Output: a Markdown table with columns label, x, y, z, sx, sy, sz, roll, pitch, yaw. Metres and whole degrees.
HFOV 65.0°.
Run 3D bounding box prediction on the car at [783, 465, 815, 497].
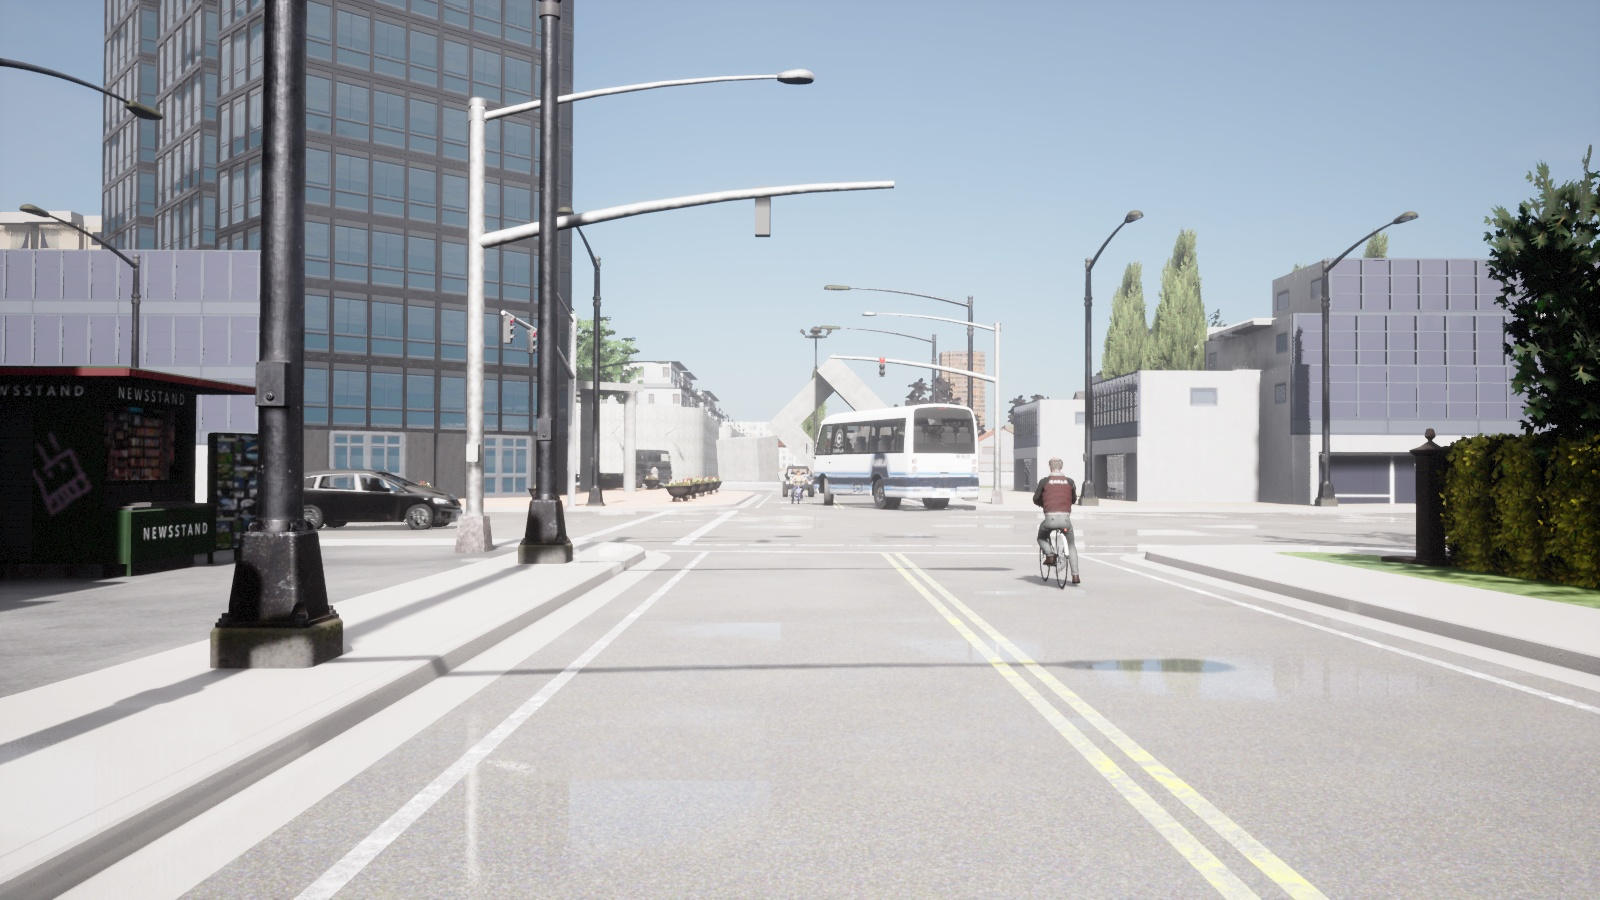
| label | x | y | z | sx | sy | sz | roll | pitch | yaw |
| --- | --- | --- | --- | --- | --- | --- | --- | --- | --- |
| car | -0.093 | 1.882 | 75.873 | 1.905 | 1.878 | 3.866 | 0 | -1 | -1 |

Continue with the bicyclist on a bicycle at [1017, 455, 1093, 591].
| label | x | y | z | sx | sy | sz | roll | pitch | yaw |
| --- | --- | --- | --- | --- | --- | --- | --- | --- | --- |
| bicyclist on a bicycle | 3.485 | 0.961 | 17.280 | 0.659 | 1.776 | 1.843 | 0 | -1 | 0 |

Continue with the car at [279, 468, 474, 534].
| label | x | y | z | sx | sy | sz | roll | pitch | yaw |
| --- | --- | --- | --- | --- | --- | --- | --- | --- | --- |
| car | -11.618 | 1.382 | 34.689 | 4.611 | 1.667 | 2.242 | -1 | -1 | -1 |

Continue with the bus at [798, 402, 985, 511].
| label | x | y | z | sx | sy | sz | roll | pitch | yaw |
| --- | --- | --- | --- | --- | --- | --- | --- | --- | --- |
| bus | 3.659 | 0.336 | 54.455 | 3.944 | 4.253 | 10.273 | 0 | -1 | -22 |
